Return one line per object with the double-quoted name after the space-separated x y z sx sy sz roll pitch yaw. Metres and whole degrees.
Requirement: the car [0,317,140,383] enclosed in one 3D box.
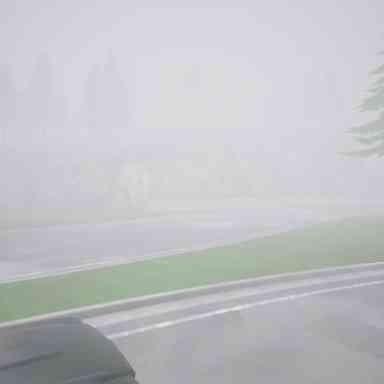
-2.571 1.596 1.831 4.718 1.301 1.895 0 0 -35 "car"
